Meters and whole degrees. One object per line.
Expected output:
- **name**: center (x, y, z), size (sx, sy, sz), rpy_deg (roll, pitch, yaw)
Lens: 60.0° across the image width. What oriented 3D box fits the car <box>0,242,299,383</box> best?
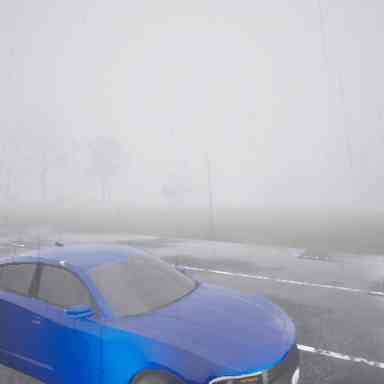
- **car**: center (-1.201, 1.482, 4.364), size (5.008, 1.535, 1.882), rpy_deg (0, 0, 29)
